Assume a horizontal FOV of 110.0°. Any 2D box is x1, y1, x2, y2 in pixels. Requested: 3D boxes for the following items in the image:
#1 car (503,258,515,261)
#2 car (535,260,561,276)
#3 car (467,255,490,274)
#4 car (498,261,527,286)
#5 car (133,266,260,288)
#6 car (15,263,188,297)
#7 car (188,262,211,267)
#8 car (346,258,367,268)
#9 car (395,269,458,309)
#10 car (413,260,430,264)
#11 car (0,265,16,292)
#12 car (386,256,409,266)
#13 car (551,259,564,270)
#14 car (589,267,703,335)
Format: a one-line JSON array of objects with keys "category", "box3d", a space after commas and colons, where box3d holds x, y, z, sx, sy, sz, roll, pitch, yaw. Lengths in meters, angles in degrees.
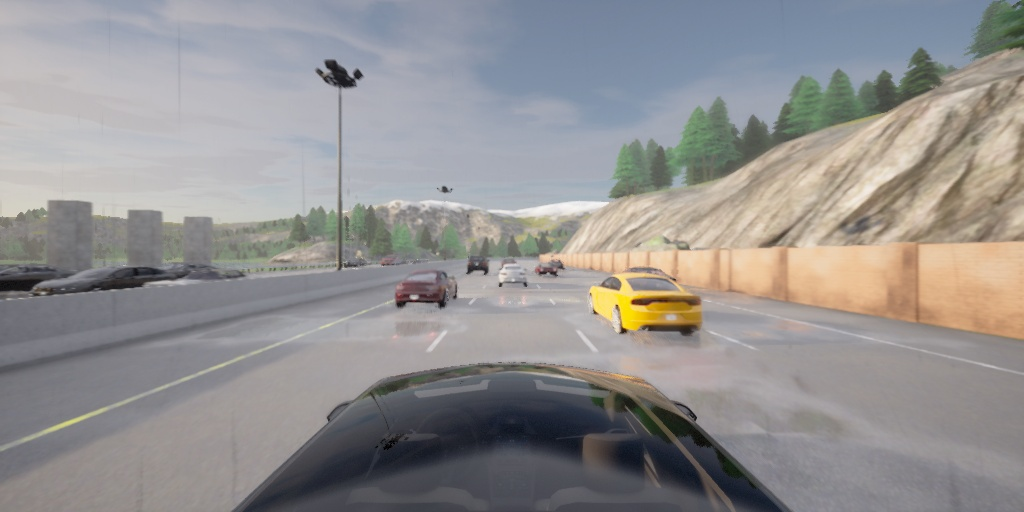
[{"category": "car", "box3d": [-0.427, 1.069, 46.562, 2.097, 1.767, 4.553, 0, 0, -1]}, {"category": "car", "box3d": [3.358, 1.337, 35.989, 1.895, 1.301, 4.718, 0, 0, -1]}, {"category": "car", "box3d": [-3.718, 0.935, 39.746, 2.150, 2.045, 5.566, 0, 0, -2]}, {"category": "car", "box3d": [0.031, 1.260, 24.758, 1.812, 1.442, 4.674, 0, 0, -1]}, {"category": "car", "box3d": [-14.099, 1.298, 16.703, 1.895, 1.301, 4.718, 0, 0, 0]}, {"category": "car", "box3d": [-17.594, 1.193, 15.873, 1.837, 1.490, 4.892, 0, 0, 0]}, {"category": "car", "box3d": [-21.133, 1.163, 22.959, 2.128, 1.511, 4.902, 0, 0, -1]}, {"category": "car", "box3d": [-25.331, 1.121, 58.433, 1.837, 1.490, 4.892, 0, 0, -1]}, {"category": "car", "box3d": [-3.406, 1.256, 14.814, 1.812, 1.442, 4.674, 0, 0, 0]}, {"category": "car", "box3d": [-14.836, 1.265, 58.726, 1.895, 1.301, 4.718, 0, 0, -1]}, {"category": "car", "box3d": [-24.601, 1.157, 17.510, 2.128, 1.511, 4.902, 0, 0, 0]}, {"category": "car", "box3d": [-18.330, 1.199, 58.611, 2.033, 1.411, 5.357, 0, 0, -1]}, {"category": "car", "box3d": [6.416, 1.226, 53.086, 2.128, 1.511, 4.902, 0, 0, -1]}, {"category": "car", "box3d": [3.602, 1.232, 10.584, 1.882, 1.535, 5.008, 0, 0, 0]}]
